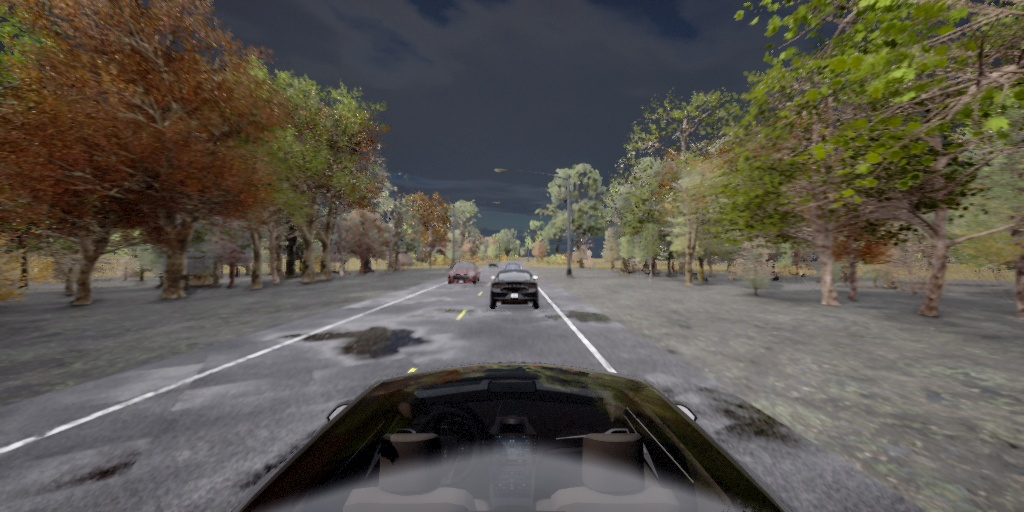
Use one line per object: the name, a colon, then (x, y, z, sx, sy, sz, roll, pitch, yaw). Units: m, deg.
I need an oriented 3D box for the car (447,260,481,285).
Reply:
car: (-3.602, 1.231, 27.592, 2.097, 1.767, 4.553, 0, 0, 0)

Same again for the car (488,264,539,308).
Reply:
car: (0.093, 1.295, 15.533, 1.882, 1.535, 5.008, 0, 0, 0)
